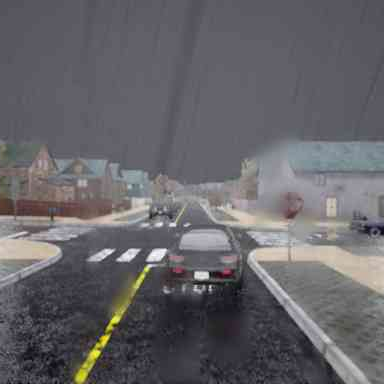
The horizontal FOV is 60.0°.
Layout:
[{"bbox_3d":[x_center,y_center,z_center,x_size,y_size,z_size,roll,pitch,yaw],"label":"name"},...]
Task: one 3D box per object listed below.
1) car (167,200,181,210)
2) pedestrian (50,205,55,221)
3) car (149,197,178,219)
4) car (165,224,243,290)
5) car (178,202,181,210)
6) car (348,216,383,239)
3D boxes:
[{"bbox_3d":[-2.815,2.025,52.210,1.994,1.385,4.181,0,0,0],"label":"car"},{"bbox_3d":[-9.673,1.455,23.028,0.500,1.100,0.500,0,0,1],"label":"pedestrian"},{"bbox_3d":[-2.843,1.512,32.357,2.150,2.045,5.566,0,-1,0],"label":"car"},{"bbox_3d":[0.428,1.610,9.273,1.812,1.442,4.674,0,-1,6],"label":"car"},{"bbox_3d":[-2.820,1.941,42.270,1.994,1.385,4.181,0,0,1],"label":"car"},{"bbox_3d":[11.926,2.026,19.746,4.718,1.301,1.895,1,1,0],"label":"car"}]
